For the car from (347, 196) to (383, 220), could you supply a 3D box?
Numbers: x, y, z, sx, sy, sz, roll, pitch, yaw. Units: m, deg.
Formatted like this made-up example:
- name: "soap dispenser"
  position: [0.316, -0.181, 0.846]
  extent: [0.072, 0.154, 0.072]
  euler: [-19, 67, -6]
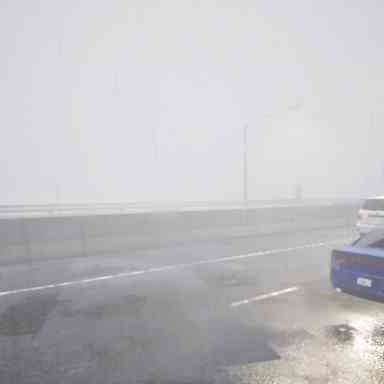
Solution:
- name: "car"
  position: [9.531, 1.189, 14.737]
  extent: [5.566, 2.045, 2.150]
  euler: [0, 0, -35]

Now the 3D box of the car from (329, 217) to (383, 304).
- name: "car"
  position: [5.144, 1.459, 7.424]
  extent: [5.008, 1.535, 1.882]
  euler: [-1, 0, -35]

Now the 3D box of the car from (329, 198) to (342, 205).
- name: "car"
  position: [19.687, 1.502, 43.179]
  extent: [4.181, 1.385, 1.994]
  euler: [0, 0, -34]

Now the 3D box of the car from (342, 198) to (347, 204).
- name: "car"
  position: [20.350, 1.444, 39.406]
  extent: [4.892, 1.490, 1.837]
  euler: [0, 0, -34]
